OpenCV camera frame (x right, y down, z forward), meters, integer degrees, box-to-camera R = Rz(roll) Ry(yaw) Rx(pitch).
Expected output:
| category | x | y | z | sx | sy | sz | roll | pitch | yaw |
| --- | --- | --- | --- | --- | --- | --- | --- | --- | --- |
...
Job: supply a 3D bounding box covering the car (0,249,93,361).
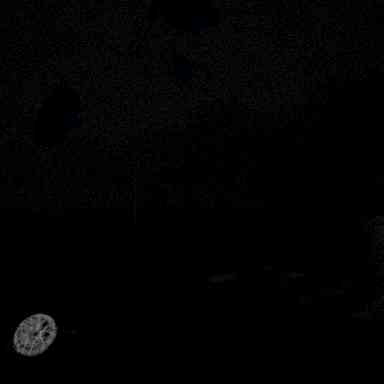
| category | x | y | z | sx | sy | sz | roll | pitch | yaw |
| --- | --- | --- | --- | --- | --- | --- | --- | --- | --- |
| car | -3.767 | 1.481 | 4.119 | 5.008 | 1.535 | 1.882 | -1 | 0 | -43 |
